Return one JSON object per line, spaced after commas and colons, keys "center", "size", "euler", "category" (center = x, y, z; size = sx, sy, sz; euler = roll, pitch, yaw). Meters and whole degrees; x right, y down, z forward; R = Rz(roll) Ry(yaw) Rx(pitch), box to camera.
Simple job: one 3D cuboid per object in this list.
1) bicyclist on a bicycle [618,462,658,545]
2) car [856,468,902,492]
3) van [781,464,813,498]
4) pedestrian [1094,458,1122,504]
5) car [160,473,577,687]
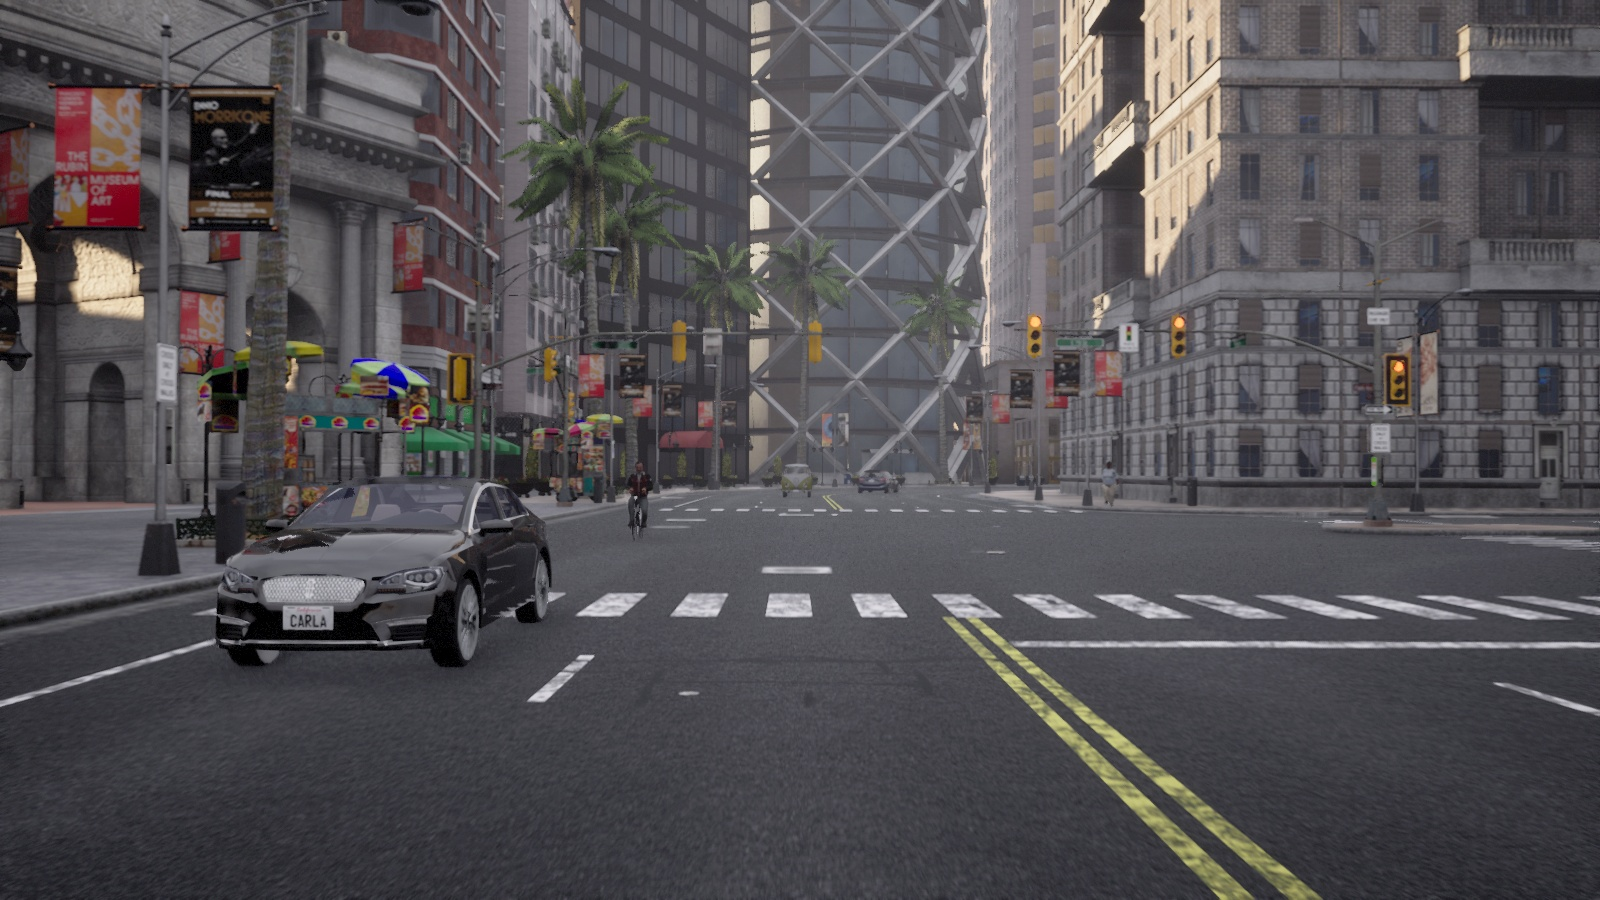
{"center": [-3.569, 1.164, 27.752], "size": [0.659, 1.776, 1.843], "euler": [0, -1, 0], "category": "bicyclist on a bicycle"}
{"center": [5.702, 2.144, 90.094], "size": [2.242, 1.667, 4.611], "euler": [-1, -1, 17], "category": "car"}
{"center": [-0.158, 1.818, 74.672], "size": [1.775, 1.987, 4.442], "euler": [0, -1, 1], "category": "van"}
{"center": [12.646, 1.280, 51.507], "size": [0.874, 1.855, 0.900], "euler": [-1, -1, 32], "category": "pedestrian"}
{"center": [-3.528, 0.977, 11.465], "size": [2.128, 1.511, 4.902], "euler": [0, -1, 0], "category": "car"}
